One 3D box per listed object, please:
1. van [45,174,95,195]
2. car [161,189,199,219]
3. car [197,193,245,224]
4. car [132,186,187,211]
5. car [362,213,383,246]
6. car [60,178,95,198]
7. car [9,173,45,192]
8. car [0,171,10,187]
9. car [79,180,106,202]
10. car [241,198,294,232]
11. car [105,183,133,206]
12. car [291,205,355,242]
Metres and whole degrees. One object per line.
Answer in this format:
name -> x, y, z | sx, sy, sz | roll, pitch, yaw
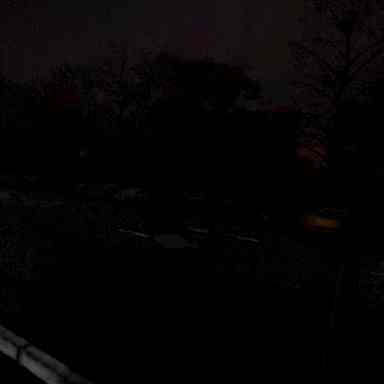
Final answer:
van -> -10.628, -0.621, 30.465 | 1.878, 1.987, 4.442 | 6, 4, 35
car -> 0.551, 0.798, 22.360 | 2.097, 1.535, 5.008 | 6, 4, 35
car -> 2.795, 1.039, 20.745 | 2.231, 1.521, 4.892 | 6, 4, 35
car -> -1.677, 0.434, 23.980 | 2.185, 1.767, 4.553 | 6, 4, 35
car -> 9.568, 1.788, 15.960 | 2.163, 1.488, 4.792 | 6, 4, 35
car -> -8.465, -0.118, 28.776 | 2.002, 1.452, 4.674 | 6, 4, 35
car -> -15.233, -0.843, 33.569 | 2.163, 1.488, 4.792 | 6, 4, 35
car -> -19.826, -1.352, 36.651 | 1.946, 1.575, 5.366 | 6, 4, 35
car -> -6.210, 0.081, 27.166 | 2.097, 1.535, 5.008 | 6, 4, 35
car -> 5.064, 1.307, 19.171 | 2.163, 1.488, 4.792 | 6, 4, 35
car -> -3.960, 0.360, 25.566 | 2.002, 1.452, 4.674 | 6, 4, 35
car -> 7.192, 1.515, 17.389 | 1.946, 1.575, 5.366 | 6, 4, 35
